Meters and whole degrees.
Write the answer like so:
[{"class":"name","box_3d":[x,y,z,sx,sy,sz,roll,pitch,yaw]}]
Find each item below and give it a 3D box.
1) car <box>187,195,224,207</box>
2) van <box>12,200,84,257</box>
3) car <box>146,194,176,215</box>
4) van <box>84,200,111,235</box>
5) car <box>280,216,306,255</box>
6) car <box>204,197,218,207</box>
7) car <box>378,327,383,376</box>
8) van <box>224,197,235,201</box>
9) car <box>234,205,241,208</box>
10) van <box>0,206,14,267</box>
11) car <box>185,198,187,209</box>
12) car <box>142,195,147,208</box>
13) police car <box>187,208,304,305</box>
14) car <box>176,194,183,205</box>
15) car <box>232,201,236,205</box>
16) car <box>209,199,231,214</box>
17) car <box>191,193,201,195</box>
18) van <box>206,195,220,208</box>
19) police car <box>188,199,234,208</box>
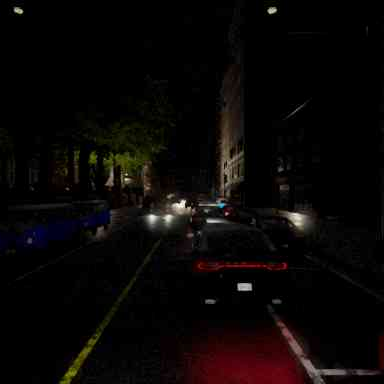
[{"class":"car","box_3d":[0.909,1.339,24.148,2.097,1.767,4.553,0,0,0]},{"class":"van","box_3d":[-5.665,1.337,12.523,1.690,1.788,3.998,0,0,0]},{"class":"car","box_3d":[-3.086,1.329,34.055,2.097,1.767,4.553,0,0,0]},{"class":"van","box_3d":[-5.663,1.334,18.181,1.690,1.788,3.998,0,0,0]},{"class":"car","box_3d":[2.861,1.541,12.545,1.887,1.381,4.507,0,0,0]},{"class":"car","box_3d":[2.875,1.517,52.169,1.947,1.339,4.313,0,0,0]},{"class":"car","box_3d":[2.856,1.315,1.224,2.192,1.841,5.009,0,0,0]},{"class":"van","box_3d":[2.866,1.324,29.526,1.690,1.788,3.998,0,0,0]},{"class":"car","box_3d":[2.863,1.575,18.206,1.802,1.307,4.206,0,0,0]},{"class":"van","box_3d":[-5.667,1.340,6.865,1.690,1.788,3.998,0,0,0]},{"class":"car","box_3d":[0.032,1.526,45.330,1.994,1.385,4.181,0,0,0]},{"class":"car","box_3d":[-5.652,1.275,46.471,2.192,1.841,5.009,0,0,0]},{"class":"police car","box_3d":[0.904,1.423,8.289,1.930,1.638,5.238,0,0,0]},{"class":"car","box_3d":[-2.979,1.465,57.979,1.812,1.442,4.674,0,0,0]},{"class":"car","box_3d":[2.865,1.570,23.866,1.802,1.307,4.206,0,0,0]},{"class":"car","box_3d":[2.869,1.521,35.187,1.887,1.381,4.507,0,0,0]},{"class":"car","box_3d":[0.021,1.430,58.733,2.128,1.511,4.902,0,0,0]},{"class":"van","box_3d":[2.873,1.301,46.508,1.690,1.788,3.998,0,0,0]},{"class":"police car","box_3d":[0.908,1.418,18.288,1.930,1.638,5.238,0,0,0]}]
